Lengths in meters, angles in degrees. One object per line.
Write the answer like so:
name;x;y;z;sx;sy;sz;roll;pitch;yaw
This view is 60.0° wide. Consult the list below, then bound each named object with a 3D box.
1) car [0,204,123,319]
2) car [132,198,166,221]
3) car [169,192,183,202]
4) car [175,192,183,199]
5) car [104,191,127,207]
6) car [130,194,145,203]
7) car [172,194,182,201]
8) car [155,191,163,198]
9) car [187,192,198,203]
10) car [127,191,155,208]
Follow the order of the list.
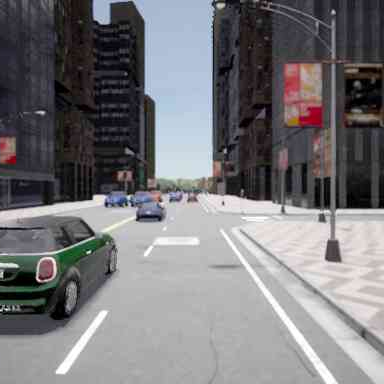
car;-3.139;1.312;7.442;2.097;1.767;4.553;0;0;0
car;-3.114;1.420;25.892;1.994;1.385;4.181;0;0;0
car;-3.170;1.132;60.426;1.812;1.442;4.674;0;0;0
car;-3.143;0.765;80.244;1.882;1.535;5.008;0;0;0
car;-9.785;0.958;43.265;2.150;2.045;5.566;0;0;0
car;-9.711;1.142;59.192;1.812;1.442;4.674;0;0;1
car;-3.156;1.069;70.526;2.033;1.411;5.357;0;0;0
car;-6.462;0.837;59.138;2.150;2.045;5.566;0;0;1
car;0.080;1.135;60.005;1.812;1.442;4.674;0;0;0
car;-6.535;0.958;43.270;2.150;2.045;5.566;0;0;0
